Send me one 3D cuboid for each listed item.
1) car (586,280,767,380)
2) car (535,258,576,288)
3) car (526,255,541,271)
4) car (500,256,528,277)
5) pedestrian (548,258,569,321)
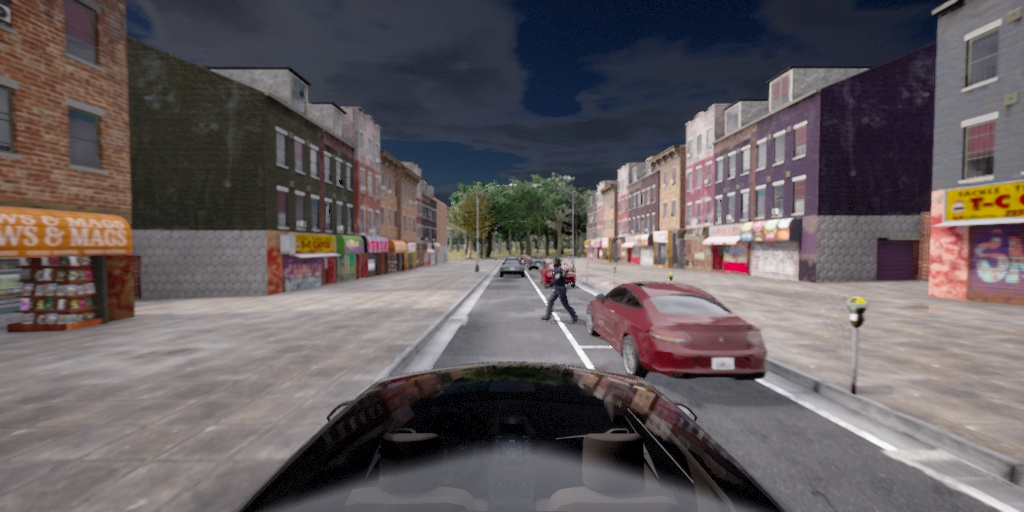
[{"bbox_3d":[2.736,1.198,6.959,1.812,1.442,4.674,0,1,0],"label":"car"},{"bbox_3d":[2.586,1.012,20.893,1.888,1.381,4.507,0,0,0],"label":"car"},{"bbox_3d":[2.543,0.805,37.110,1.948,1.339,4.313,0,0,0],"label":"car"},{"bbox_3d":[0.017,0.910,29.352,1.994,1.385,4.181,0,1,0],"label":"car"},{"bbox_3d":[1.257,0.923,9.777,0.375,1.860,0.375,-1,2,0],"label":"pedestrian"}]
